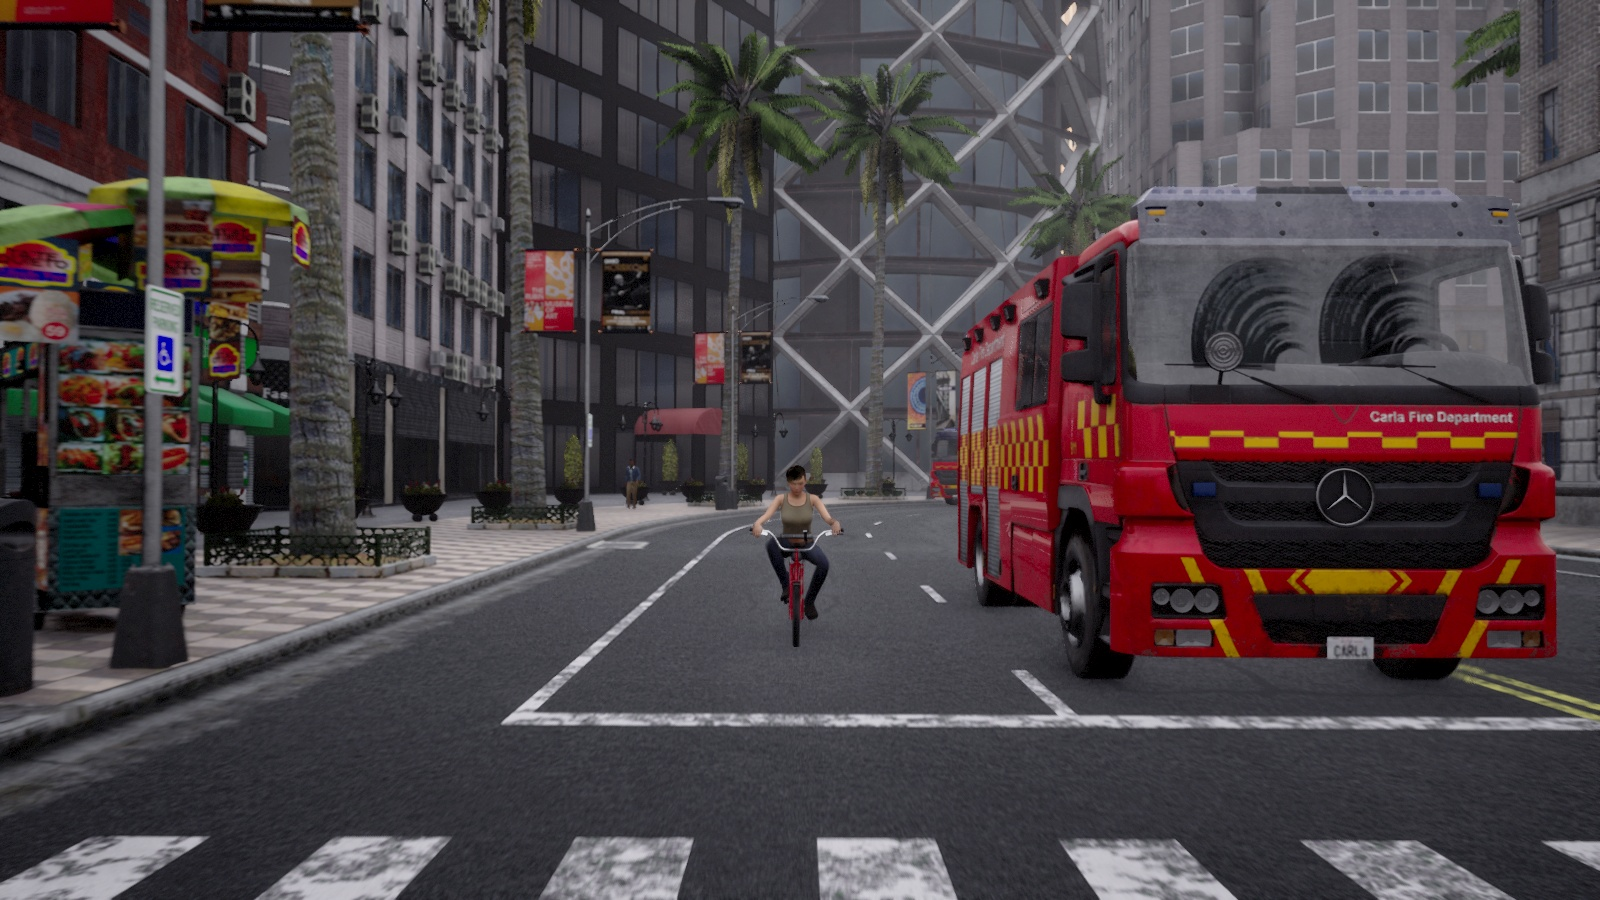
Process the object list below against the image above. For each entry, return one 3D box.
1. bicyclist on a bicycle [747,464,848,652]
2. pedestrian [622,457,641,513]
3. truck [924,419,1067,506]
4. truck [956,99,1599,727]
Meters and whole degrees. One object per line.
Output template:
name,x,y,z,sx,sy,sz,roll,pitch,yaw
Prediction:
bicyclist on a bicycle,-0.024,0.946,11.607,0.866,1.612,1.509,0,-1,0
pedestrian,-6.004,1.245,44.784,0.423,1.949,0.788,0,-1,10
truck,9.391,0.607,59.439,2.891,3.827,8.468,-1,-1,38
truck,3.466,-0.165,11.905,2.891,3.827,8.468,0,-1,0
